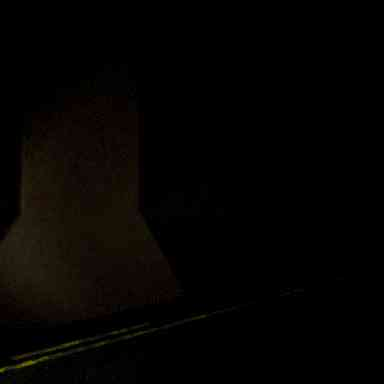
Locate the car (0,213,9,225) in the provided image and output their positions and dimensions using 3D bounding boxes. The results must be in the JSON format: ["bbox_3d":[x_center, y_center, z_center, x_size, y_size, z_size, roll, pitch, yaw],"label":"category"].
[{"bbox_3d":[-5.258,1.352,8.840,4.553,1.767,2.097,0,0,-35],"label":"car"}]
